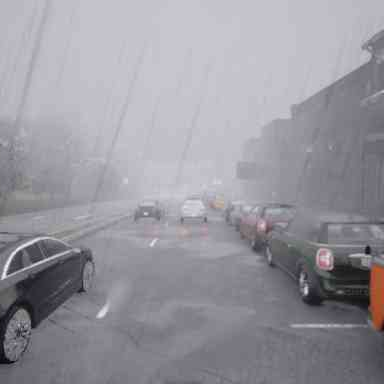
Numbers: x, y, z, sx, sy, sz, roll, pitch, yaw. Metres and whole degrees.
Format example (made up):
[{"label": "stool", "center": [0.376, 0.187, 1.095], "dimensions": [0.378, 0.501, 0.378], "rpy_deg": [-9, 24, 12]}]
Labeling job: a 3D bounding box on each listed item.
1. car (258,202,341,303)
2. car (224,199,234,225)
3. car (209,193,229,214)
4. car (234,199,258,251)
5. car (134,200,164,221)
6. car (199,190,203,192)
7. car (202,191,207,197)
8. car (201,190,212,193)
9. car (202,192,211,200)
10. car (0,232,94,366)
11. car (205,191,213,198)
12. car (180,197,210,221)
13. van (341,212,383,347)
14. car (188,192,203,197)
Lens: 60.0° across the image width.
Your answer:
[{"label": "car", "center": [3.231, 1.282, 8.176], "dimensions": [2.185, 1.767, 4.553], "rpy_deg": [0, 0, 0]}, {"label": "car", "center": [3.238, 1.353, 19.131], "dimensions": [2.002, 1.452, 4.674], "rpy_deg": [0, 0, 0]}, {"label": "car", "center": [3.246, 1.165, 35.892], "dimensions": [1.946, 1.575, 5.366], "rpy_deg": [0, 0, 0]}, {"label": "car", "center": [3.234, 1.234, 13.700], "dimensions": [2.185, 1.767, 4.553], "rpy_deg": [0, 1, 0]}, {"label": "car", "center": [-3.147, 1.309, 24.961], "dimensions": [1.812, 1.442, 4.674], "rpy_deg": [0, 0, 0]}, {"label": "car", "center": [3.247, 0.629, 69.010], "dimensions": [2.435, 2.045, 5.566], "rpy_deg": [0, 0, 0]}, {"label": "car", "center": [3.249, 0.979, 57.802], "dimensions": [2.231, 1.521, 4.892], "rpy_deg": [0, 1, 0]}, {"label": "car", "center": [3.250, 0.931, 63.328], "dimensions": [2.231, 1.521, 4.892], "rpy_deg": [0, 0, 0]}, {"label": "car", "center": [3.245, 0.828, 74.694], "dimensions": [1.946, 1.575, 5.366], "rpy_deg": [0, 0, 0]}, {"label": "car", "center": [-3.147, 1.441, 5.703], "dimensions": [2.128, 1.511, 4.902], "rpy_deg": [0, 0, 0]}, {"label": "car", "center": [3.253, 1.069, 46.945], "dimensions": [1.946, 1.575, 5.366], "rpy_deg": [0, 1, 0]}, {"label": "car", "center": [0.119, 1.312, 24.476], "dimensions": [1.812, 1.442, 4.674], "rpy_deg": [0, 1, 0]}, {"label": "van", "center": [3.227, 1.228, 2.798], "dimensions": [1.878, 1.987, 4.442], "rpy_deg": [0, 1, 0]}, {"label": "car", "center": [0.125, 1.143, 41.587], "dimensions": [1.837, 1.490, 4.892], "rpy_deg": [0, 0, 0]}]
